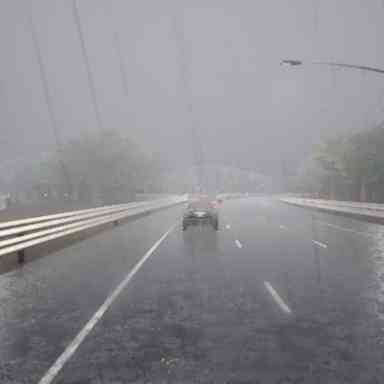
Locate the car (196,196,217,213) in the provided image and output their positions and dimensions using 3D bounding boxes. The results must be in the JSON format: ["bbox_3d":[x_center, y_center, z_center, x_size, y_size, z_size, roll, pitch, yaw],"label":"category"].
[{"bbox_3d":[1.717,1.322,36.956,2.097,1.767,4.553,0,0,5],"label":"car"}]

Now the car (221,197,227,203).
[{"bbox_3d":[5.311,1.545,65.538,1.895,1.301,4.718,0,0,9],"label":"car"}]

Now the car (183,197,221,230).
[{"bbox_3d":[0.585,1.336,21.159,2.097,1.767,4.553,0,0,3],"label":"car"}]

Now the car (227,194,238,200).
[{"bbox_3d":[11.030,1.279,94.036,2.097,1.767,4.553,0,0,13],"label":"car"}]
